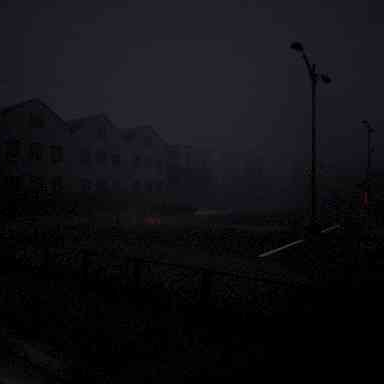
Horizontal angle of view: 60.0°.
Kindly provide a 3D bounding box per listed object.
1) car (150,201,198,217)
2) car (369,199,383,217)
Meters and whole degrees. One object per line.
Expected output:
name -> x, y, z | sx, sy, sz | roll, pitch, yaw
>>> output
car -> -1.449, 1.415, 29.324 | 1.895, 1.301, 4.718 | 0, 0, 36
car -> 15.518, 1.299, 26.753 | 2.007, 1.523, 4.514 | 0, 0, 35
